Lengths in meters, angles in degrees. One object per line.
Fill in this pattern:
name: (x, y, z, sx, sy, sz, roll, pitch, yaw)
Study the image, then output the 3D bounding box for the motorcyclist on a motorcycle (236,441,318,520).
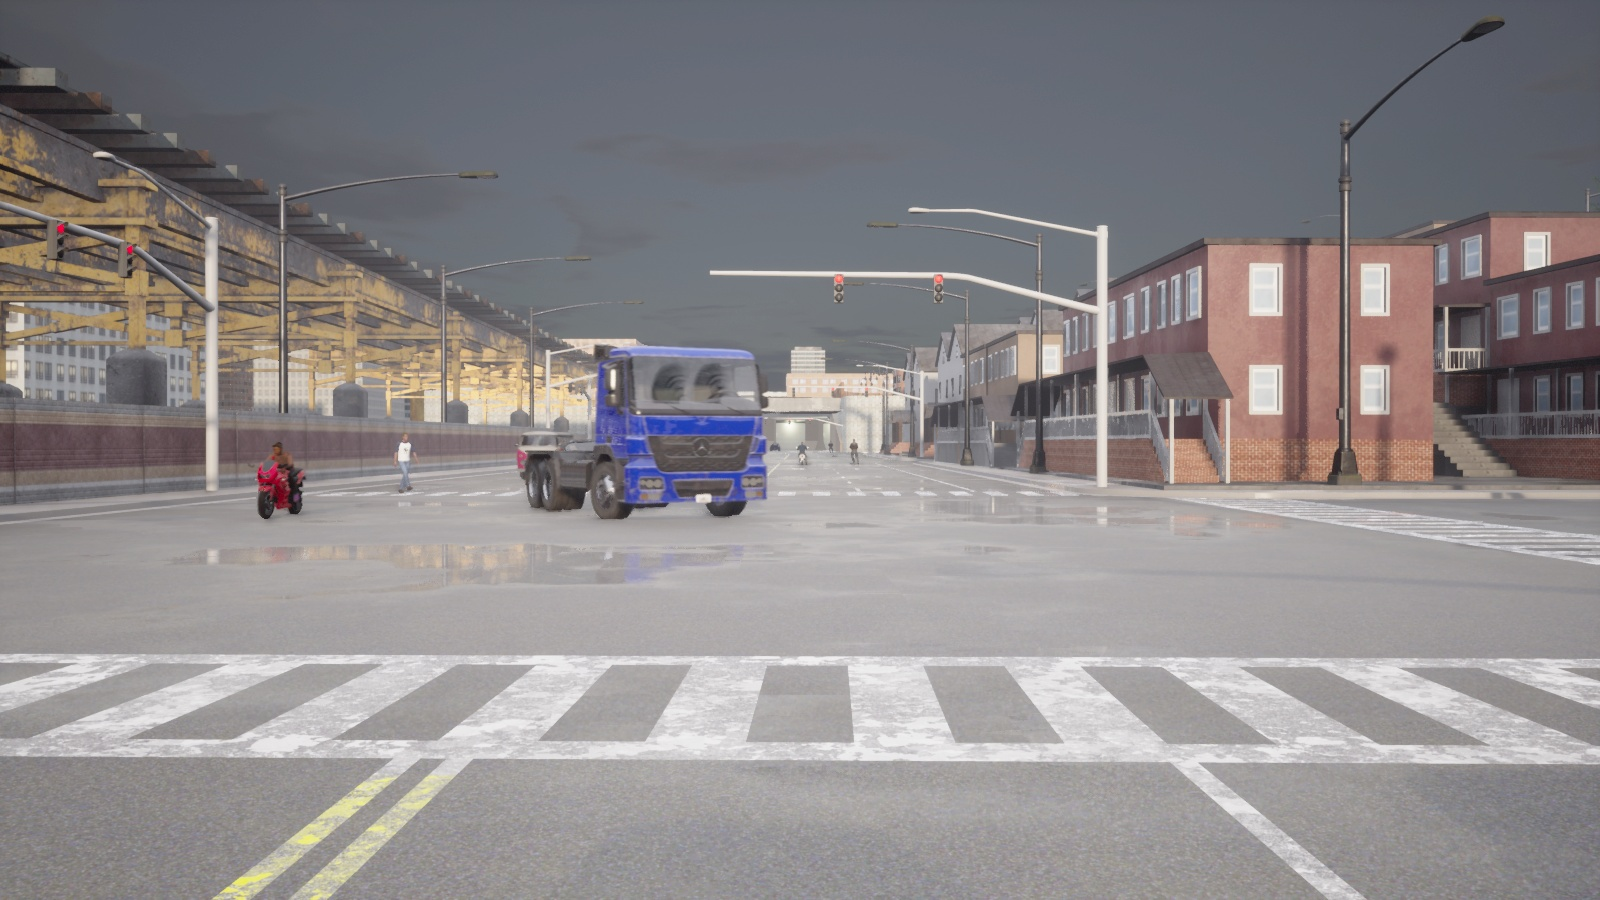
motorcyclist on a motorcycle: (-10.443, 0.578, 25.162, 0.797, 1.523, 2.044, 0, 0, 0)

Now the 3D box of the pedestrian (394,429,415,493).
pedestrian: (-11.521, 0.316, 36.603, 0.354, 1.836, 0.706, 0, 0, -39)

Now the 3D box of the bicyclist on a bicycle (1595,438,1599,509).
bicyclist on a bicycle: (19.275, 0.551, 28.819, 1.656, 1.620, 0.582, 1, 0, 0)

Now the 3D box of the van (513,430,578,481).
van: (-10.402, 0.200, 51.561, 1.775, 1.987, 4.442, 0, 0, 0)

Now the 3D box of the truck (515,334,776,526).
truck: (-3.594, -0.390, 26.849, 2.891, 3.462, 7.936, 0, 0, -28)

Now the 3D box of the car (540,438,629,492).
car: (-6.918, 0.441, 40.788, 2.033, 1.649, 4.856, 0, 0, 0)
